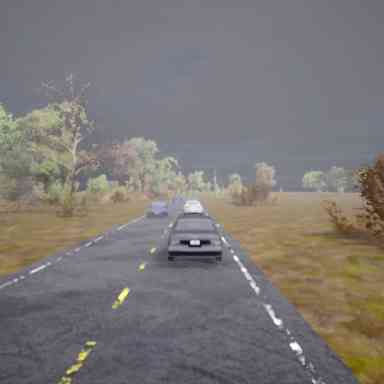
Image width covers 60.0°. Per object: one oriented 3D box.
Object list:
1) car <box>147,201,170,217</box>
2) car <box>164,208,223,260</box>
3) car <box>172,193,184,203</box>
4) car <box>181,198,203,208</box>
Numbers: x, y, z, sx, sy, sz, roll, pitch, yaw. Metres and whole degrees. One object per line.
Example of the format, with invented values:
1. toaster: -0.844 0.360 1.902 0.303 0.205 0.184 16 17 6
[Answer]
1. car: -3.092 1.563 31.423 1.812 1.442 4.674 0 0 0
2. car: 0.095 1.562 12.451 2.033 1.411 5.357 0 0 0
3. car: -3.002 1.266 72.210 2.150 2.045 5.566 0 0 0
4. car: 0.097 1.565 33.435 1.812 1.442 4.674 0 0 0
